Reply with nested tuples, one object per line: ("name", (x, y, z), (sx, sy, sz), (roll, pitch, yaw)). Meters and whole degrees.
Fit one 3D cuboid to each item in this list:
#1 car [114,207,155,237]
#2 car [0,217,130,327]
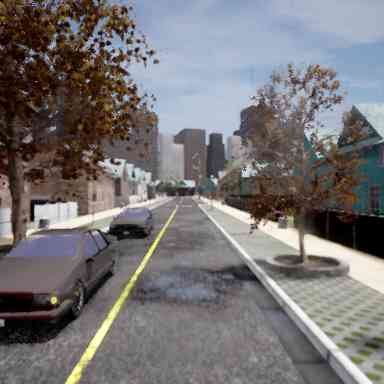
("car", (-3.122, 1.540, 18.328), (2.033, 1.411, 5.357), (0, 0, -1))
("car", (-2.955, 1.549, 7.581), (2.033, 1.411, 5.357), (0, 0, -1))
